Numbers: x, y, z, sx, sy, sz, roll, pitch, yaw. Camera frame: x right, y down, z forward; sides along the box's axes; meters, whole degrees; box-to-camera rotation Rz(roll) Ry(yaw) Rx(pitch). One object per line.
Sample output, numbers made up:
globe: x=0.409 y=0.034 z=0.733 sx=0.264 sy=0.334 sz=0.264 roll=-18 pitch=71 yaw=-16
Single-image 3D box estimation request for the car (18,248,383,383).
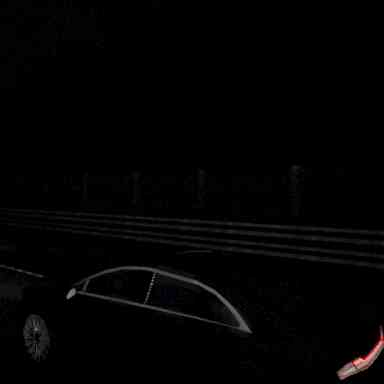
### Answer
car: x=-0.289 y=1.492 z=4.191 sx=4.902 sy=1.511 sz=2.128 roll=0 pitch=0 yaw=35
